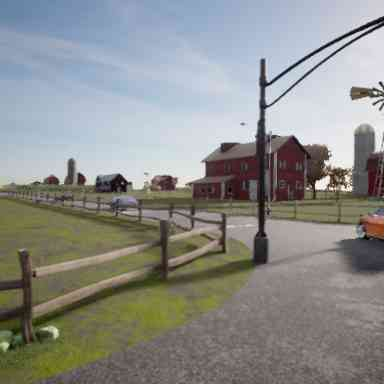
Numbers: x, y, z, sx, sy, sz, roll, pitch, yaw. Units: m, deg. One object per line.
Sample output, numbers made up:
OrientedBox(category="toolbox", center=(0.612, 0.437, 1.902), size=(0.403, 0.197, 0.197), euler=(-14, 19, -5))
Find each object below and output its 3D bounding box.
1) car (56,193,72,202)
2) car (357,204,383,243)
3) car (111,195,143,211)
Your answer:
OrientedBox(category="car", center=(-19.748, 0.829, 51.509), size=(1.895, 1.301, 4.718), euler=(1, 0, -35))
OrientedBox(category="car", center=(8.188, 1.207, 12.948), size=(2.097, 1.767, 4.553), euler=(1, 0, 9))
OrientedBox(category="car", center=(-6.503, 1.051, 32.697), size=(1.812, 1.442, 4.674), euler=(1, 0, -35))
